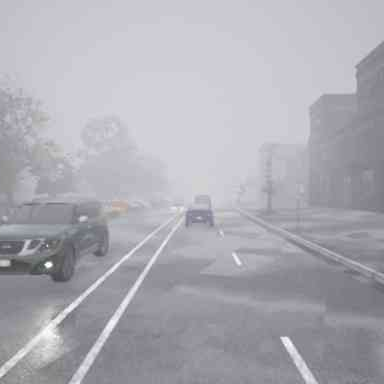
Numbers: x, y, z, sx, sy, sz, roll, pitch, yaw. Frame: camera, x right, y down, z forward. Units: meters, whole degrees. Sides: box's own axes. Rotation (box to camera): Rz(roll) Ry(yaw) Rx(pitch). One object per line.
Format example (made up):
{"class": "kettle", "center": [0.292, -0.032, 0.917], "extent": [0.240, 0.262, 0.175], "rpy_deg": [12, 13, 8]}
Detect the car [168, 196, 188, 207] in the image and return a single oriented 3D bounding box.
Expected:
{"class": "car", "center": [-2.188, 1.738, 53.074], "extent": [1.994, 1.385, 4.181], "rpy_deg": [0, 0, 5]}

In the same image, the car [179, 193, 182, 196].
{"class": "car", "center": [-5.403, 1.542, 77.133], "extent": [4.553, 1.767, 2.185], "rpy_deg": [-1, 0, -15]}

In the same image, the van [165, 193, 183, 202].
{"class": "van", "center": [-4.671, 1.416, 85.948], "extent": [4.442, 1.987, 1.878], "rpy_deg": [-1, 0, -15]}

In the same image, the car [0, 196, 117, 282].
{"class": "car", "center": [-4.146, 1.238, 10.172], "extent": [2.150, 2.045, 5.566], "rpy_deg": [0, 0, 1]}

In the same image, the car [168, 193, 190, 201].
{"class": "car", "center": [-3.721, 1.349, 94.839], "extent": [5.566, 2.045, 2.435], "rpy_deg": [-1, 0, -15]}

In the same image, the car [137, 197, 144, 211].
{"class": "car", "center": [-8.362, 1.653, 38.681], "extent": [4.674, 1.452, 2.002], "rpy_deg": [0, -1, -17]}

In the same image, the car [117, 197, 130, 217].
{"class": "car", "center": [-8.636, 1.565, 29.856], "extent": [5.366, 1.575, 1.946], "rpy_deg": [-1, -1, -18]}

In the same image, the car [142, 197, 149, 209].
{"class": "car", "center": [-8.211, 1.667, 41.625], "extent": [4.674, 1.452, 2.002], "rpy_deg": [-1, 0, -17]}

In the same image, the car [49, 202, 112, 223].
{"class": "car", "center": [-8.934, 1.598, 26.830], "extent": [4.674, 1.452, 2.002], "rpy_deg": [-1, -1, -18]}

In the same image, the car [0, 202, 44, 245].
{"class": "car", "center": [-9.262, 1.390, 14.958], "extent": [4.553, 1.767, 2.185], "rpy_deg": [-1, 0, -19]}

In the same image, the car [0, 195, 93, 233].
{"class": "car", "center": [-9.166, 1.284, 20.880], "extent": [5.566, 2.045, 2.435], "rpy_deg": [-1, 0, -19]}

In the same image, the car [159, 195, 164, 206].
{"class": "car", "center": [-7.434, 1.707, 53.485], "extent": [4.674, 1.452, 2.002], "rpy_deg": [-1, 0, -16]}

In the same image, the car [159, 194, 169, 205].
{"class": "car", "center": [-6.939, 1.551, 59.416], "extent": [4.553, 1.767, 2.185], "rpy_deg": [-1, 0, -15]}

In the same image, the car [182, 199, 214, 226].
{"class": "car", "center": [0.556, 1.534, 23.929], "extent": [1.882, 1.535, 5.008], "rpy_deg": [0, 0, 2]}

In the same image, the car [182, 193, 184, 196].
{"class": "car", "center": [-5.109, 1.660, 80.094], "extent": [5.008, 1.535, 2.097], "rpy_deg": [-1, 0, -15]}

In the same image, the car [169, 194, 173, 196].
{"class": "car", "center": [-6.725, 1.681, 62.371], "extent": [4.892, 1.521, 2.231], "rpy_deg": [-1, 0, -15]}

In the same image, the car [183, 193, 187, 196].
{"class": "car", "center": [-4.863, 1.400, 83.027], "extent": [5.566, 2.045, 2.435], "rpy_deg": [-1, 0, -15]}

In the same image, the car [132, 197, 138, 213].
{"class": "car", "center": [-8.536, 1.638, 35.732], "extent": [4.674, 1.452, 2.002], "rpy_deg": [-1, 0, -17]}

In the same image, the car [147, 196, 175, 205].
{"class": "car", "center": [-6.369, 1.680, 68.242], "extent": [5.366, 1.575, 1.946], "rpy_deg": [-1, 0, -15]}

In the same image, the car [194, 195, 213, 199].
{"class": "car", "center": [1.405, 1.357, 42.131], "extent": [2.150, 2.045, 5.566], "rpy_deg": [0, 0, 3]}

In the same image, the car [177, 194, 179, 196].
{"class": "car", "center": [-5.943, 1.708, 71.231], "extent": [4.792, 1.488, 2.163], "rpy_deg": [-1, 0, -15]}

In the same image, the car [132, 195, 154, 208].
{"class": "car", "center": [-8.221, 1.639, 44.539], "extent": [5.366, 1.575, 1.946], "rpy_deg": [-1, 0, -17]}

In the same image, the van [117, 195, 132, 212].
{"class": "van", "center": [-8.574, 1.357, 32.805], "extent": [4.442, 1.987, 1.878], "rpy_deg": [-1, -1, -18]}

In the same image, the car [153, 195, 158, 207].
{"class": "car", "center": [-7.844, 1.650, 47.554], "extent": [5.008, 1.535, 2.097], "rpy_deg": [-1, 0, -16]}

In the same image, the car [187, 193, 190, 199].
{"class": "car", "center": [-3.845, 1.608, 91.942], "extent": [5.366, 1.575, 1.946], "rpy_deg": [-1, 0, -15]}

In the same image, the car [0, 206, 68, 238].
{"class": "car", "center": [-9.223, 1.565, 17.925], "extent": [4.674, 1.452, 2.002], "rpy_deg": [-1, 0, -19]}

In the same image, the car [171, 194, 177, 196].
{"class": "car", "center": [-6.279, 1.676, 65.381], "extent": [5.366, 1.575, 1.946], "rpy_deg": [-1, 0, -15]}
